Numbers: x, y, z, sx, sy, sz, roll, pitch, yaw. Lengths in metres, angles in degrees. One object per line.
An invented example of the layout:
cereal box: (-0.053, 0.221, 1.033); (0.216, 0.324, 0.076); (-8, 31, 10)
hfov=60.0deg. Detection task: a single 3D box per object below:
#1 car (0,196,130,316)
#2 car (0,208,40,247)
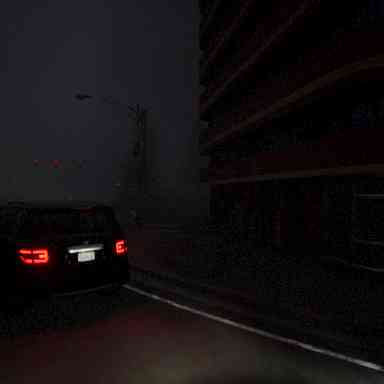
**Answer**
car: (-3.554, 1.221, 7.879); (2.150, 2.045, 5.566); (0, 0, -40)
car: (-8.425, 1.564, 15.847); (1.994, 1.385, 4.181); (0, 0, -26)
